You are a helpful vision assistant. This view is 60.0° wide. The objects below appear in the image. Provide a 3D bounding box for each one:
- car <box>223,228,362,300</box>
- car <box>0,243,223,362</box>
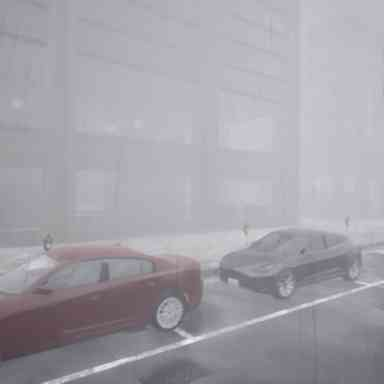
[{"bbox_3d":[2.686,1.637,8.573,4.313,1.339,1.947,1,0,-36],"label":"car"},{"bbox_3d":[-1.884,1.559,5.306,4.507,1.381,1.887,1,0,-36],"label":"car"}]
